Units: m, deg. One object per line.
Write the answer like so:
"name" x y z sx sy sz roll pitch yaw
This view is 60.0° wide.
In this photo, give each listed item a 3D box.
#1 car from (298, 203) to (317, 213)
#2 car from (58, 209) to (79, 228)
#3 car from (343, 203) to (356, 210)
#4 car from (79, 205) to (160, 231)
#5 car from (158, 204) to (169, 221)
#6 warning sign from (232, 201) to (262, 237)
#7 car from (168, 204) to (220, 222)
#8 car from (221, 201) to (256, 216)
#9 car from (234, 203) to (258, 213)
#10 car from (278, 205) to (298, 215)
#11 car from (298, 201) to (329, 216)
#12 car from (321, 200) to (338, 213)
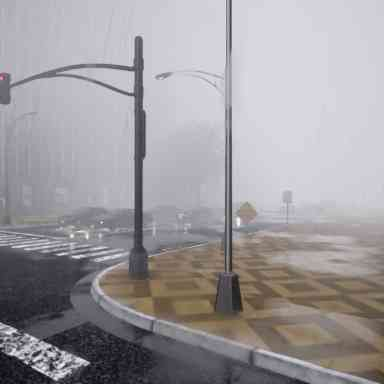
"car" 19.003 2.593 54.792 1.994 1.385 4.181 0 -1 33
"car" -7.822 1.844 25.153 1.812 1.442 4.674 0 -1 31
"car" 31.285 2.837 65.825 1.812 1.442 4.674 0 -1 33
"car" -4.950 1.874 23.625 2.033 1.411 5.357 0 -1 33
"car" -2.861 1.988 32.905 1.837 1.490 4.892 0 -1 33
"warning sign" 3.059 1.454 18.575 1.300 1.860 1.060 1 1 33
"car" 0.310 1.992 31.829 2.128 1.511 4.902 0 -1 33
"car" 5.777 2.034 40.340 2.097 1.767 4.553 0 -1 33
"car" 8.097 2.370 49.885 1.812 1.442 4.674 0 -1 32
"car" 13.571 2.450 46.225 1.895 1.301 4.718 0 -1 33
"car" 16.241 2.343 44.374 2.128 1.511 4.902 0 -1 33
"car" 21.758 2.254 53.066 2.150 2.045 5.566 0 -1 33
